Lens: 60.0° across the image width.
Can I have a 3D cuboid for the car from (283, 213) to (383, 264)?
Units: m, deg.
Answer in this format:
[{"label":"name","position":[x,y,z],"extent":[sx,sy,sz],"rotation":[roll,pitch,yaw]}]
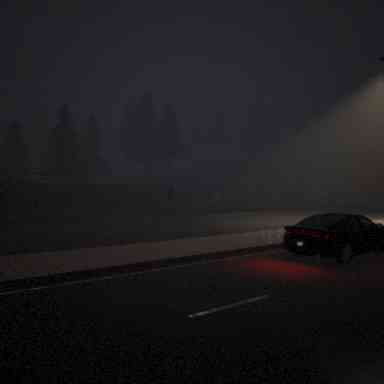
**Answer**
[{"label":"car","position":[5.402,1.477,11.899],"extent":[5.008,1.535,1.882],"rotation":[0,0,-36]}]
